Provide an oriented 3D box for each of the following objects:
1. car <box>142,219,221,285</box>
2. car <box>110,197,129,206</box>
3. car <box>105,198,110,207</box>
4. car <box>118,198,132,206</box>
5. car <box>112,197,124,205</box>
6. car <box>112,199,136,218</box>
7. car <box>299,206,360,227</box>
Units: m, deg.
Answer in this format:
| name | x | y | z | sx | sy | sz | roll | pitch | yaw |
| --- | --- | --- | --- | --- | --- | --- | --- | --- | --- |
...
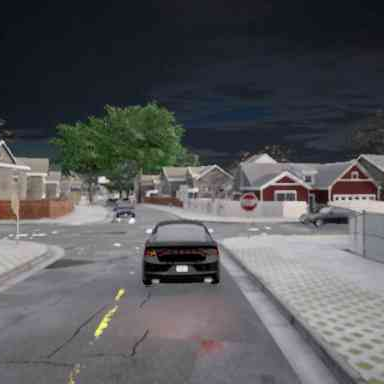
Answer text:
| name | x | y | z | sx | sy | sz | roll | pitch | yaw |
| --- | --- | --- | --- | --- | --- | --- | --- | --- | --- |
| car | -0.343 | 1.534 | 9.711 | 1.882 | 1.535 | 5.008 | 0 | 0 | -3 |
| car | -9.568 | 1.835 | 44.745 | 2.033 | 1.411 | 5.357 | 0 | 0 | -16 |
| car | -14.212 | 1.883 | 58.716 | 1.837 | 1.490 | 4.892 | 0 | 0 | -20 |
| car | -12.637 | 1.886 | 62.792 | 1.837 | 1.490 | 4.892 | 0 | 0 | -20 |
| car | -16.115 | 1.924 | 72.288 | 1.882 | 1.535 | 5.008 | 0 | 0 | -18 |
| car | -6.678 | 1.761 | 33.334 | 2.033 | 1.411 | 5.357 | 0 | 0 | -12 |
| car | 10.223 | 1.775 | 24.529 | 4.674 | 1.442 | 1.812 | 1 | 1 | -14 |
